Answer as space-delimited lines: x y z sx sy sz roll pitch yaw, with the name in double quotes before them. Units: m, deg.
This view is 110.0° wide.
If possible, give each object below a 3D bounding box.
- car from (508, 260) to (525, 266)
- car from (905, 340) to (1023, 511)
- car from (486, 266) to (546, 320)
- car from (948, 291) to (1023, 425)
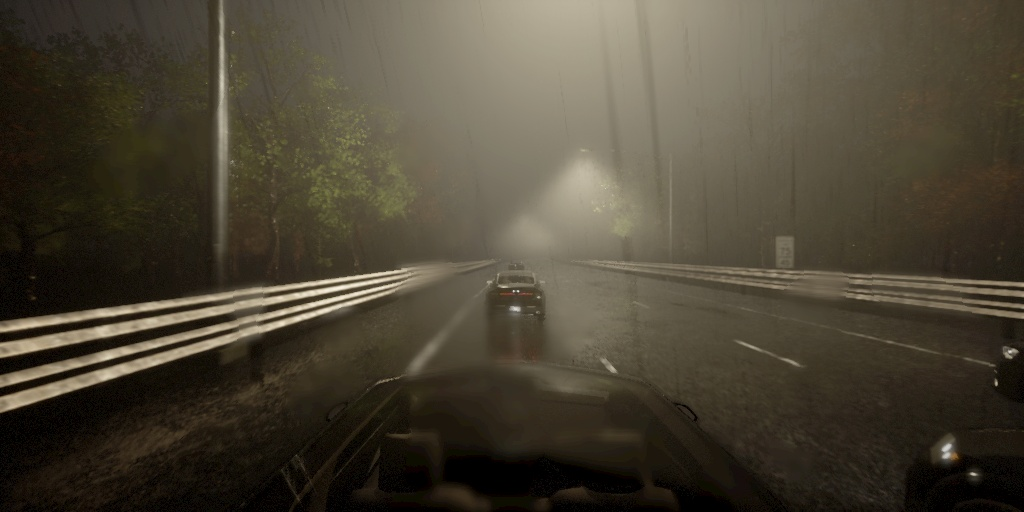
"car" 0.551 1.237 44.281 2.128 1.511 4.902 0 0 1
"car" 3.605 1.315 0.590 1.994 1.385 4.181 0 0 0
"car" 0.139 1.254 12.557 1.837 1.490 4.892 0 0 0
"car" 7.105 1.242 2.521 2.128 1.511 4.902 0 0 0
